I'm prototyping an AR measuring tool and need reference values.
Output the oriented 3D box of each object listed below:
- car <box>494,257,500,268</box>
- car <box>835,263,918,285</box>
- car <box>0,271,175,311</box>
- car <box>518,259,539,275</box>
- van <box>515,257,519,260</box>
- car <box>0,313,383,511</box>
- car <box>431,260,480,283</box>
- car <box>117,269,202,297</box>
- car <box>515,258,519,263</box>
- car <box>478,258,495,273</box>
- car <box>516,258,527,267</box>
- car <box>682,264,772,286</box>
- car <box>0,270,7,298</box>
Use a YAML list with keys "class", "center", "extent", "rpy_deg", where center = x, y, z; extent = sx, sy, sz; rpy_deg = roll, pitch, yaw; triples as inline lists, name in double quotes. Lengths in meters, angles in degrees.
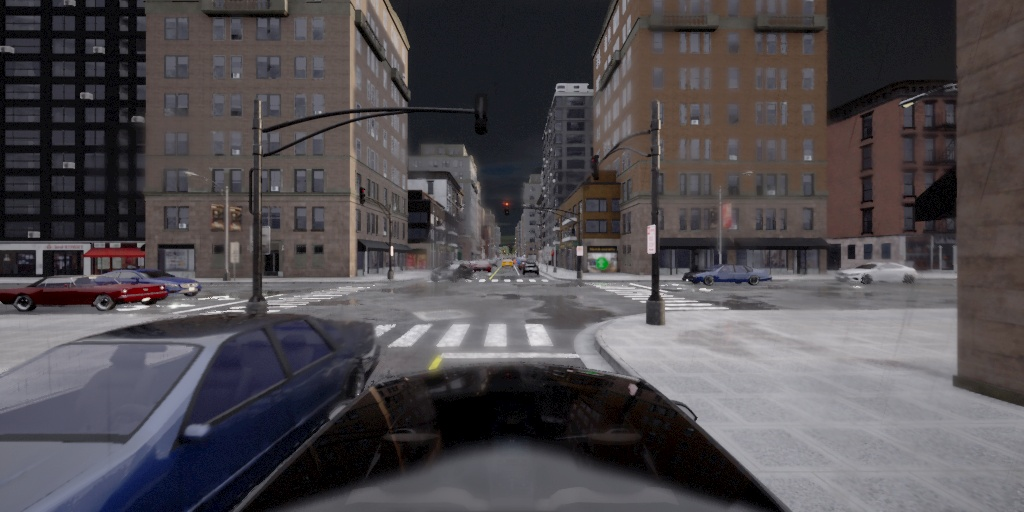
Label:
- class: "car"
  center: [-3.621, 1.347, 64.877]
  extent: [1.837, 1.490, 4.892]
  rpy_deg: [0, -1, 0]
- class: "car"
  center: [24.889, 1.177, 24.519]
  extent: [4.674, 1.442, 1.812]
  rpy_deg: [0, 0, -1]
- class: "car"
  center: [-16.570, 1.401, 14.051]
  extent: [4.718, 1.301, 1.895]
  rpy_deg: [0, 0, -1]
- class: "car"
  center: [2.010, 1.355, 39.760]
  extent: [1.948, 1.339, 4.313]
  rpy_deg: [0, 0, 0]
- class: "van"
  center: [1.846, 1.173, 61.803]
  extent: [1.690, 1.789, 3.998]
  rpy_deg: [0, 0, 0]
- class: "car"
  center: [-2.867, 1.297, 3.190]
  extent: [2.033, 1.411, 5.357]
  rpy_deg: [0, 0, -1]
- class: "car"
  center: [-4.533, 1.297, 28.323]
  extent: [1.812, 1.442, 4.674]
  rpy_deg: [0, 0, 18]
- class: "car"
  center: [-17.743, 1.337, 17.279]
  extent: [4.674, 1.442, 1.812]
  rpy_deg: [0, 0, 1]
- class: "car"
  center: [1.887, 1.386, 56.293]
  extent: [1.948, 1.339, 4.313]
  rpy_deg: [0, 0, 0]
- class: "car"
  center: [-3.508, 1.275, 44.050]
  extent: [1.882, 1.535, 5.008]
  rpy_deg: [0, 1, 0]
- class: "car"
  center: [1.928, 1.391, 50.782]
  extent: [1.802, 1.307, 4.207]
  rpy_deg: [0, 0, 0]
- class: "car"
  center: [14.559, 1.242, 24.395]
  extent: [5.357, 1.411, 2.033]
  rpy_deg: [0, 0, -1]
- class: "car"
  center: [-28.335, 1.400, 17.151]
  extent: [5.357, 1.411, 2.033]
  rpy_deg: [0, 0, -1]
